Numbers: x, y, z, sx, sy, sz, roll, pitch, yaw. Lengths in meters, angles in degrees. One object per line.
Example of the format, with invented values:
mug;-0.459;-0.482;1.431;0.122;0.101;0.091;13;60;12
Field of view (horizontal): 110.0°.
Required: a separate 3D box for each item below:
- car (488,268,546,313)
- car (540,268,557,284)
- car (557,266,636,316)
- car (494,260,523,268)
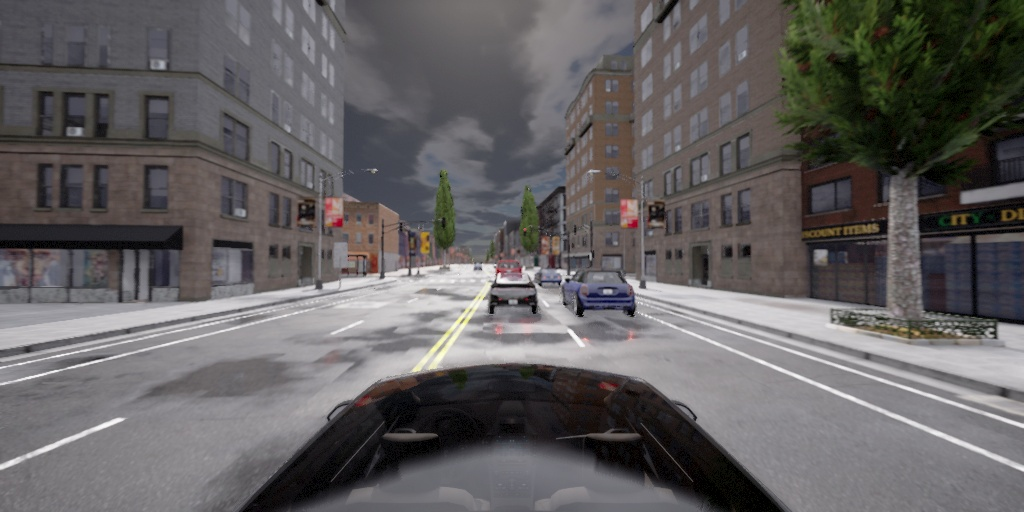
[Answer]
car;0.024;1.427;14.970;2.128;1.511;4.902;0;-1;0
car;2.926;1.697;29.582;2.033;1.411;5.357;0;-1;-2
car;3.278;1.284;14.440;2.097;1.767;4.553;0;-1;0
car;-0.285;1.355;28.688;2.150;2.045;5.566;0;-1;-1
